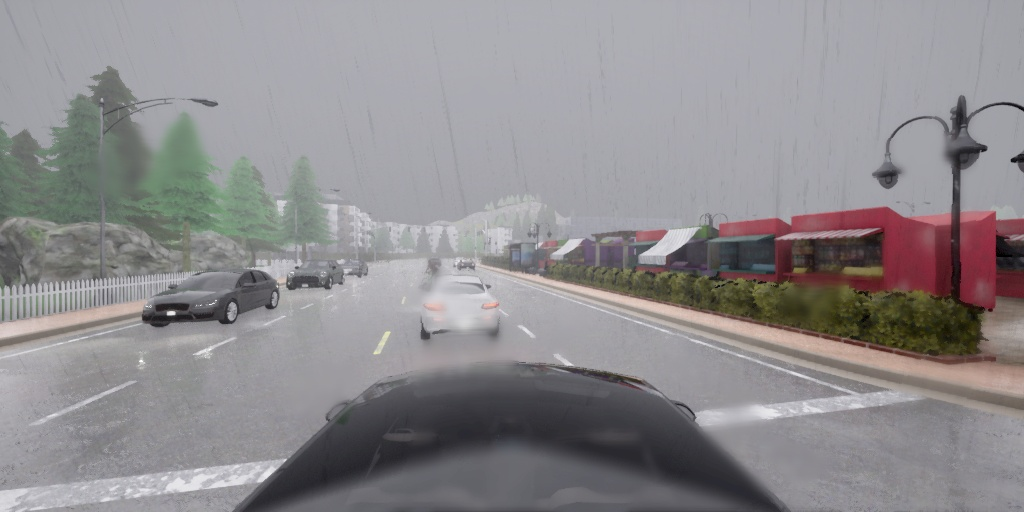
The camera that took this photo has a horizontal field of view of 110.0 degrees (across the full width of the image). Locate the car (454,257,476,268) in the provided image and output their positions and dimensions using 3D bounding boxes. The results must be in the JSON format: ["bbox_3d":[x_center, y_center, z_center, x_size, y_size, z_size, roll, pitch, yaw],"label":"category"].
[{"bbox_3d":[-5.625,1.046,43.736,1.895,1.301,4.718,0,0,-13],"label":"car"}]

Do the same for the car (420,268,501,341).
[{"bbox_3d":[-1.476,1.225,9.748,1.812,1.442,4.674,0,0,-12],"label":"car"}]

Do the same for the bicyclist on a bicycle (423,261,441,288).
[{"bbox_3d":[-4.310,1.078,19.597,0.582,1.620,1.656,0,1,25],"label":"bicyclist on a bicycle"}]

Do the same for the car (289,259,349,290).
[{"bbox_3d":[-11.392,0.965,21.061,2.097,1.767,4.553,0,0,-13],"label":"car"}]

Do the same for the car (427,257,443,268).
[{"bbox_3d":[-10.858,0.897,50.796,1.837,1.490,4.892,0,0,-13],"label":"car"}]

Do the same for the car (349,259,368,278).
[{"bbox_3d":[-13.591,1.033,30.683,2.128,1.511,4.902,0,0,-13],"label":"car"}]

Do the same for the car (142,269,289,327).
[{"bbox_3d":[-9.188,1.190,11.461,1.837,1.490,4.892,0,0,-13],"label":"car"}]
